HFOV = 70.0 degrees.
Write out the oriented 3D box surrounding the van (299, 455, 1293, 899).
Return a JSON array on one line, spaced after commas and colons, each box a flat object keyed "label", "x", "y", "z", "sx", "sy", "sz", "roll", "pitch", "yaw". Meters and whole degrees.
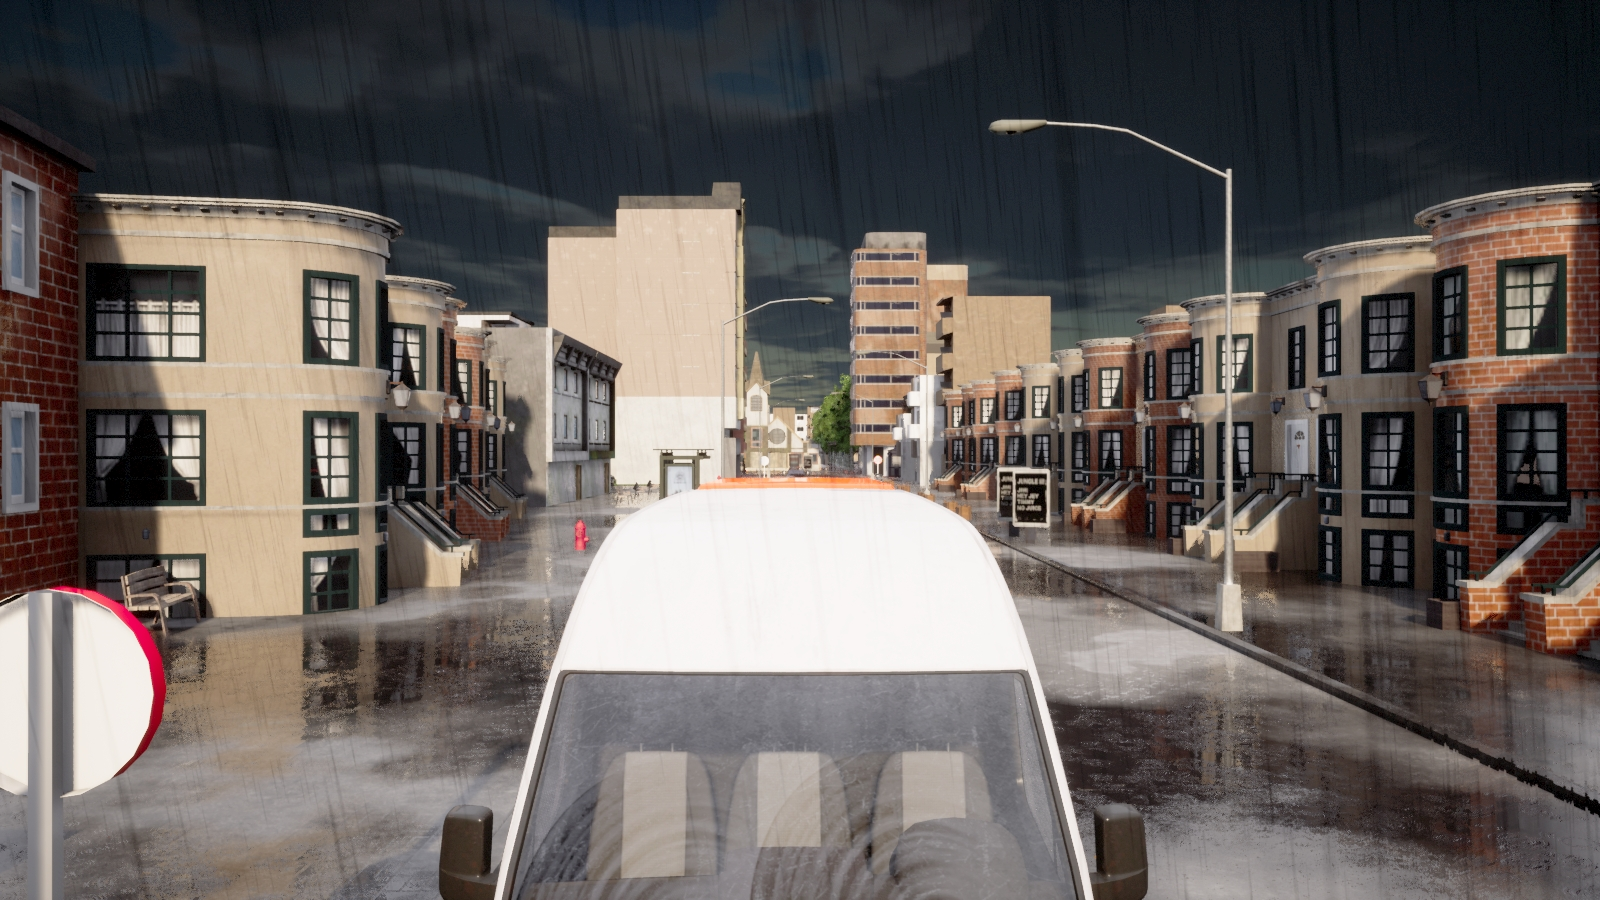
[{"label": "van", "x": -0.019, "y": 1.314, "z": 5.243, "sx": 1.988, "sy": 2.561, "sz": 5.915, "roll": 0, "pitch": 0, "yaw": 0}]
